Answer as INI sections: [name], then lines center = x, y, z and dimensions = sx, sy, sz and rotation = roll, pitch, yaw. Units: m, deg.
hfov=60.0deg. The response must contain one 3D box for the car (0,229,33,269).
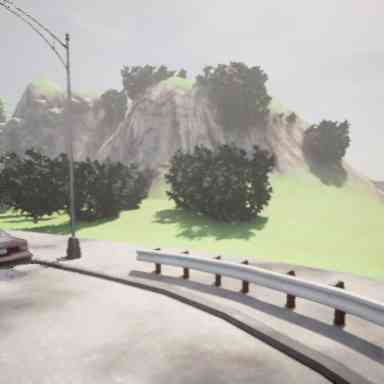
[car]
center = -7.103, 1.680, 10.234
dimensions = 5.357, 1.411, 2.033
rotation = -1, 0, 34
